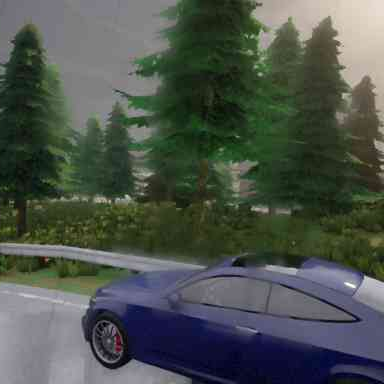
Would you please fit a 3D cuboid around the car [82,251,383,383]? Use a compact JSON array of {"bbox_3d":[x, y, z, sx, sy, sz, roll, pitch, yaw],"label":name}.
[{"bbox_3d":[0.735,1.499,4.111,4.674,1.442,1.812,1,1,31],"label":"car"}]
